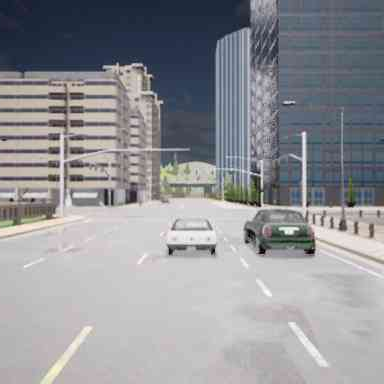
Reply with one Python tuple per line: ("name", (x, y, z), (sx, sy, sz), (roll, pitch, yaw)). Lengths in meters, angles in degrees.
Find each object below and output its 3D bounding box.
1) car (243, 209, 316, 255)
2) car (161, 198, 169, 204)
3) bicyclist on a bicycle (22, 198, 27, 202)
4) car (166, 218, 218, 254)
("car", (3.495, 1.489, 14.079), (2.097, 1.767, 4.553), (0, -1, 0))
("car", (-7.053, 2.407, 88.322), (2.033, 1.411, 5.357), (0, -1, 0))
("bicyclist on a bicycle", (-26.112, 1.753, 51.779), (0.582, 1.620, 1.656), (0, 0, 7))
("car", (-0.006, 1.740, 14.098), (1.895, 1.301, 4.718), (0, -1, 0))
